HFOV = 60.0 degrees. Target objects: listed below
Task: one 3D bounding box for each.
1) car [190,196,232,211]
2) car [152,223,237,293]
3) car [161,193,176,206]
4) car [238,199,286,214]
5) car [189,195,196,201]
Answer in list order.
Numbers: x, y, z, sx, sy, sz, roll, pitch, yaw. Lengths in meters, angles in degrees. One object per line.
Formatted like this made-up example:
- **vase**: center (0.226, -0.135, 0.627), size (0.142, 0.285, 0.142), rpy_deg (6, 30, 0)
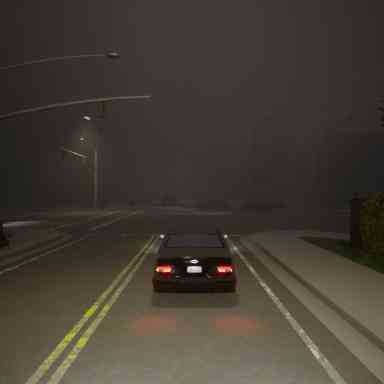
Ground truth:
- **car**: center (2.587, 1.531, 40.952), size (4.674, 1.442, 1.812), rpy_deg (0, 1, 30)
- **car**: center (0.053, 1.547, 8.959), size (2.033, 1.411, 5.357), rpy_deg (0, 0, 0)
- **car**: center (-3.721, 1.221, 53.992), size (2.150, 2.045, 5.566), rpy_deg (0, 0, 0)
- **car**: center (7.397, 1.492, 35.246), size (4.902, 1.511, 2.128), rpy_deg (0, 0, -1)
- **car**: center (0.552, 1.527, 78.989), size (2.033, 1.411, 5.357), rpy_deg (0, 0, 12)
